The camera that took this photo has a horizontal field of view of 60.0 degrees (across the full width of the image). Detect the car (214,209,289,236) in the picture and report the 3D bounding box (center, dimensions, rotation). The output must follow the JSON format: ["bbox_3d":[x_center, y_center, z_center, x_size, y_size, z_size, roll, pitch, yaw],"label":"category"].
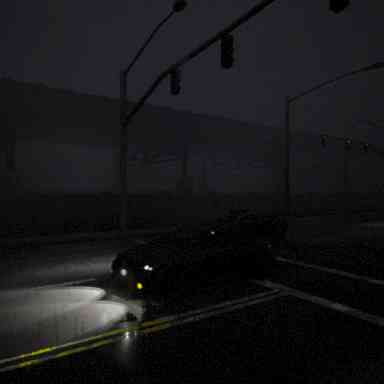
[{"bbox_3d":[1.994,1.491,13.990,4.902,1.511,2.128,0,0,-35],"label":"car"}]

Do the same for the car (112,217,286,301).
[{"bbox_3d":[0.145,1.564,8.386,4.181,1.385,1.994,0,0,-35],"label":"car"}]
